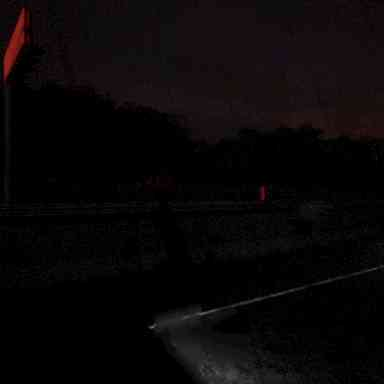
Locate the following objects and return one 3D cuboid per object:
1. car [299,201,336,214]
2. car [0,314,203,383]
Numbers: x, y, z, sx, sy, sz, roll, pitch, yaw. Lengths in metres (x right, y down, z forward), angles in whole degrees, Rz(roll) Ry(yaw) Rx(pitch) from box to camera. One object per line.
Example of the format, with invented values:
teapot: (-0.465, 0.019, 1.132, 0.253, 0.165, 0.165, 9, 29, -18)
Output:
car: (13.208, 1.663, 34.818, 4.674, 1.442, 1.812, 1, 0, -35)
car: (-2.437, 1.545, 2.010, 5.357, 1.411, 2.033, 0, 0, -35)
